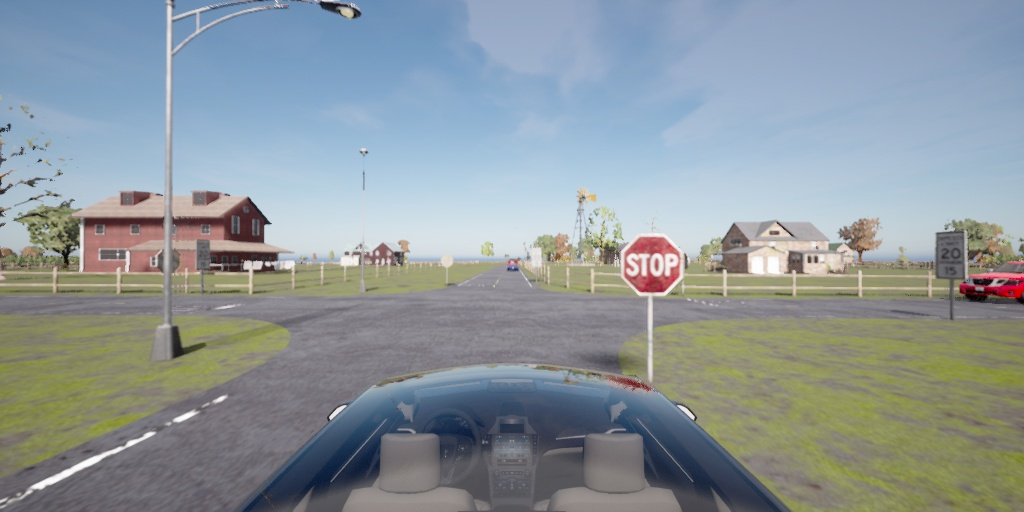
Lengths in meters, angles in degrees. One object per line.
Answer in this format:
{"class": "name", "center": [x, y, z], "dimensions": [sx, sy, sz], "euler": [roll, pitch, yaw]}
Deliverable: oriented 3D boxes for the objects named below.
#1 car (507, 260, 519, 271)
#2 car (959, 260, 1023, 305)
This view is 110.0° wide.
{"class": "car", "center": [0.154, 1.909, 61.699], "dimensions": [1.994, 1.385, 4.181], "euler": [0, -1, 1]}
{"class": "car", "center": [24.826, 1.216, 16.895], "dimensions": [5.566, 2.045, 2.150], "euler": [0, 0, 1]}
